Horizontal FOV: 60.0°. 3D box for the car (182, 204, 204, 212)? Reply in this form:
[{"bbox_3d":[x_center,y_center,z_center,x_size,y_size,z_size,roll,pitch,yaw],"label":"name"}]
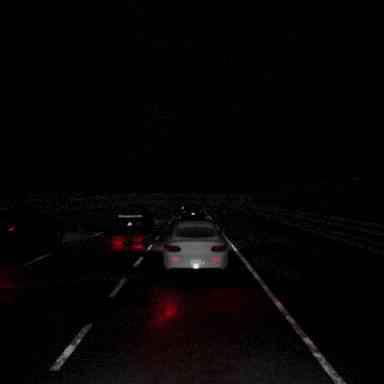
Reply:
[{"bbox_3d":[0.087,1.756,29.029,1.994,1.385,4.181,0,0,0],"label":"car"}]

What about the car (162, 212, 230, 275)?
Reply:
[{"bbox_3d":[0.096,1.565,10.418,1.812,1.442,4.674,0,0,0],"label":"car"}]

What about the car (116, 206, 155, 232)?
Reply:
[{"bbox_3d":[-3.509,1.614,21.189,2.128,1.511,4.902,0,0,0],"label":"car"}]

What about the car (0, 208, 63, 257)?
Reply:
[{"bbox_3d":[-6.905,1.410,13.300,2.097,1.767,4.553,0,0,0],"label":"car"}]
